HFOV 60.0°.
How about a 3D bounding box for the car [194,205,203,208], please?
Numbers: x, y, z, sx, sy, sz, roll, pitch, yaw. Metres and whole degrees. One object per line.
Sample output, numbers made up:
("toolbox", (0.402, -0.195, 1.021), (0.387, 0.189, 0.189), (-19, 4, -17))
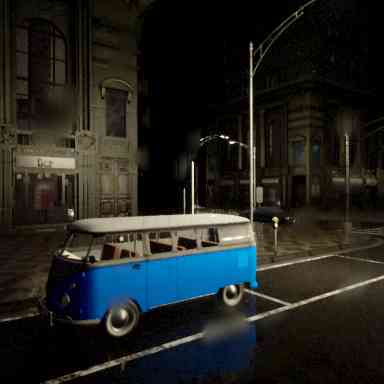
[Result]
("car", (0.191, 2.034, 34.486), (1.994, 1.385, 4.181), (0, -1, -36))

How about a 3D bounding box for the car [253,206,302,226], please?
("car", (5.987, 1.846, 26.440), (2.033, 1.411, 5.357), (0, -1, -36))

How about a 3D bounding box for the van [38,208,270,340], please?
("van", (-0.581, 1.341, 6.259), (3.998, 1.788, 1.690), (0, 0, -36))
